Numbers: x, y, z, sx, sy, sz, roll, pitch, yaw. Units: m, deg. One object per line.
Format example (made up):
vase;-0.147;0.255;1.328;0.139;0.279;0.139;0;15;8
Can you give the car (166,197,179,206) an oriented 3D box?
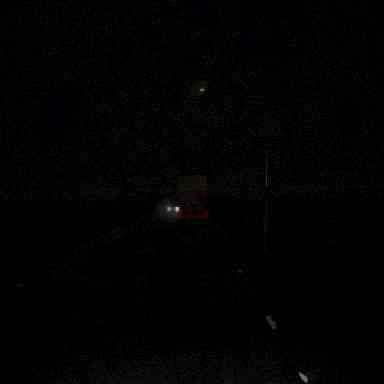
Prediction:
car;-2.840;1.505;51.526;1.994;1.385;4.181;0;0;0

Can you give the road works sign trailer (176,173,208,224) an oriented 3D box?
road works sign trailer;-0.006;0.426;24.500;2.380;3.560;2.880;0;0;0
